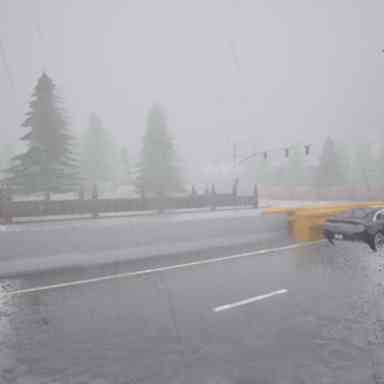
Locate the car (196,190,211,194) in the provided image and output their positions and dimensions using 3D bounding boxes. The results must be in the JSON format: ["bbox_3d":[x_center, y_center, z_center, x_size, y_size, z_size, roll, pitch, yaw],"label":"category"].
[{"bbox_3d":[0.726,0.957,60.733,2.128,1.511,4.902,-1,1,-35],"label":"car"}]

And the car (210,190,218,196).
[{"bbox_3d":[3.023,0.630,63.546,2.150,2.045,5.566,-1,0,-35],"label":"car"}]

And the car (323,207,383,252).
[{"bbox_3d":[7.249,1.344,13.301,4.902,1.511,2.128,-1,1,-35],"label":"car"}]
